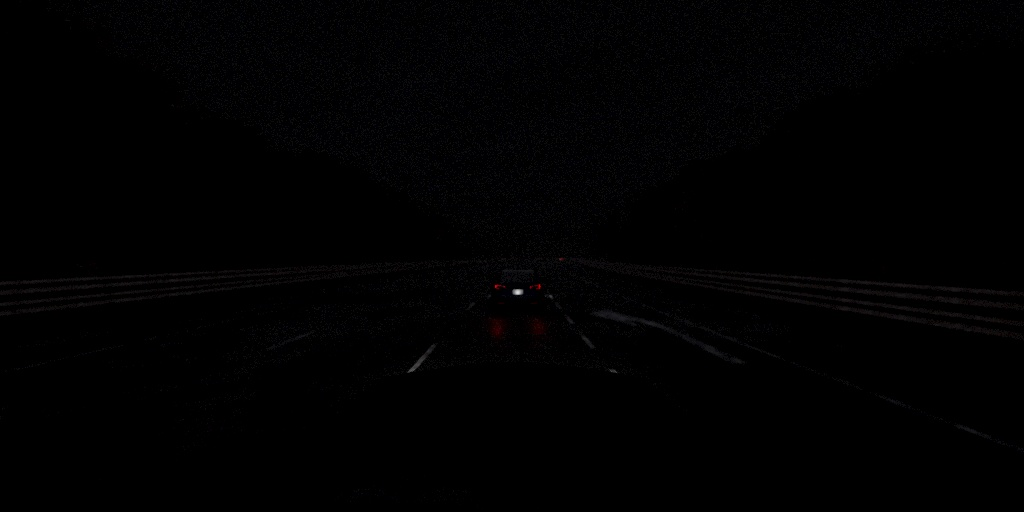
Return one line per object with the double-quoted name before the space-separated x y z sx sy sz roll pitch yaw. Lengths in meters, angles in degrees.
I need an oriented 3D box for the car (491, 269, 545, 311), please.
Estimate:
"car" 0.242 1.268 14.554 2.163 1.488 4.792 0 0 1
